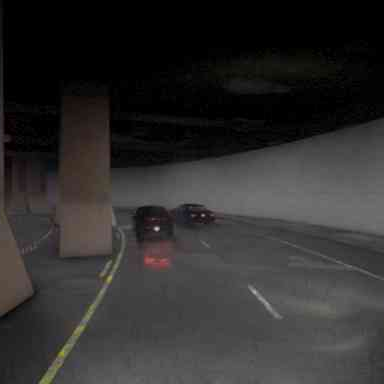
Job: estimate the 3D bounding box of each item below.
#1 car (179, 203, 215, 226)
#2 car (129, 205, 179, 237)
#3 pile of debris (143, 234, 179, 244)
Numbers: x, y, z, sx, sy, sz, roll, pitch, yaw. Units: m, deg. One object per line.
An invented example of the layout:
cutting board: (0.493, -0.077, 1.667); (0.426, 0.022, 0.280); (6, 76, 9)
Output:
car: (-0.207, 1.499, 23.189); (2.033, 1.411, 5.357); (0, 0, -21)
car: (-2.253, 1.474, 17.954); (1.837, 1.490, 4.892); (0, 0, -14)
pile of debris: (-1.474, 2.149, 15.414); (1.500, 0.140, 1.860); (0, 0, -11)
